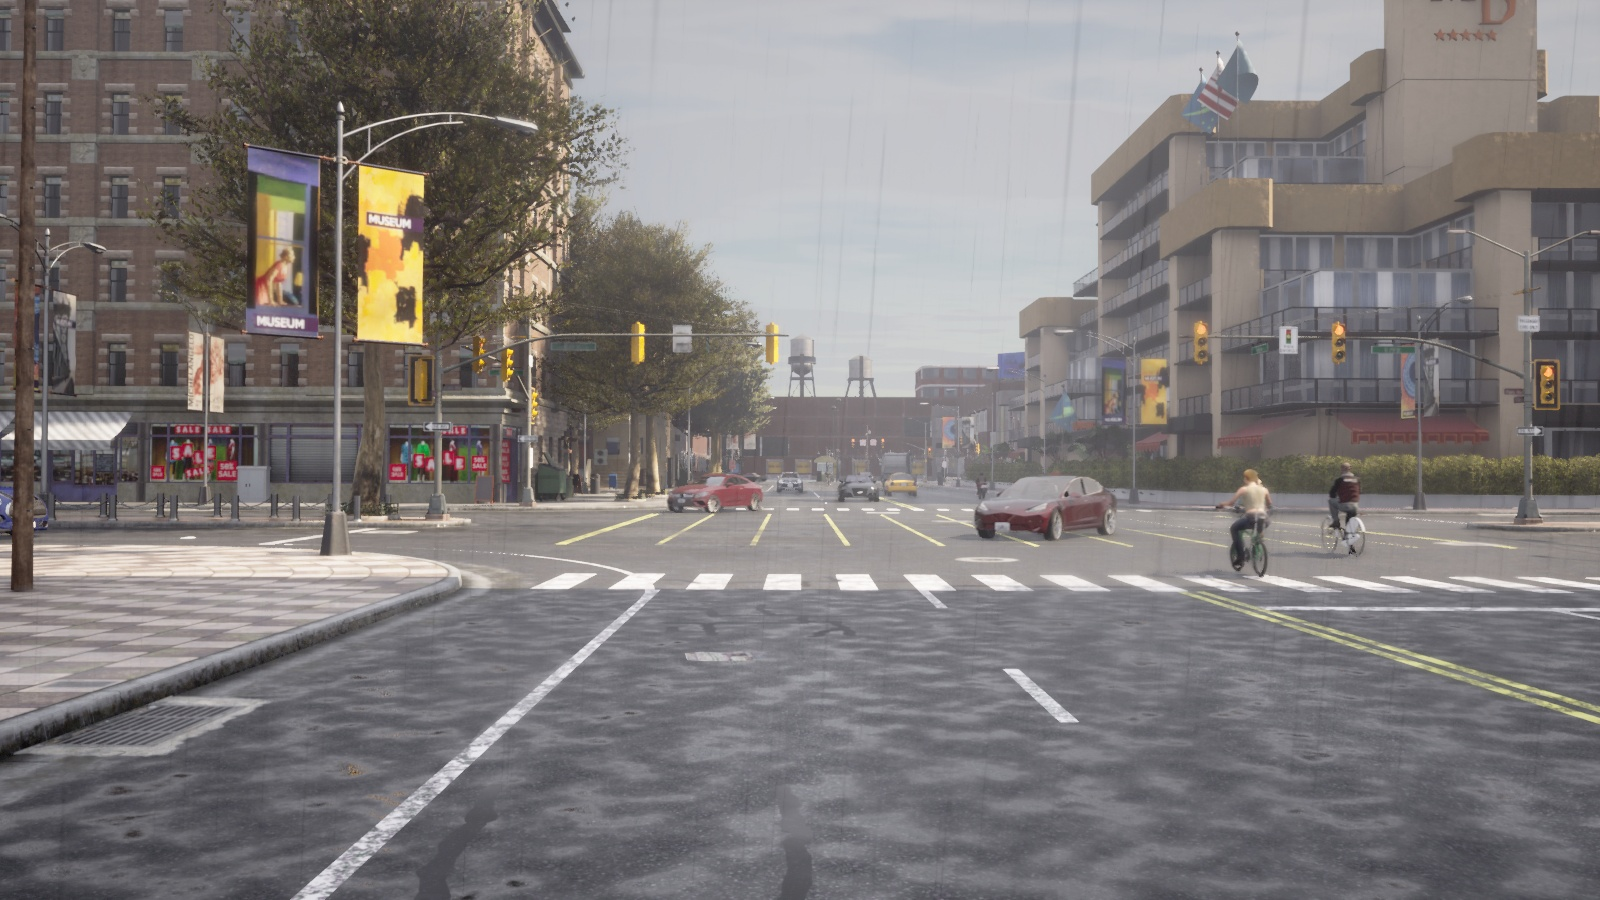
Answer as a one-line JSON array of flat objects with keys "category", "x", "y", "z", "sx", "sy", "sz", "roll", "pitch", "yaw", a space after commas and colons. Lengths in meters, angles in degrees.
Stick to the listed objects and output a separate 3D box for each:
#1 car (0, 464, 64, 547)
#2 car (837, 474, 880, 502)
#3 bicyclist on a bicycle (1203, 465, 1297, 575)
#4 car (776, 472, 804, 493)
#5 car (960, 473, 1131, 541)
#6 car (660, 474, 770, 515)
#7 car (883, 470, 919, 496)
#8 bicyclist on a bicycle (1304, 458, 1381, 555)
[{"category": "car", "x": -19.190, "y": 1.215, "z": 27.790, "sx": 4.553, "sy": 1.767, "sz": 2.097, "roll": 0, "pitch": -1, "yaw": 1}, {"category": "car", "x": 2.995, "y": 1.956, "z": 65.030, "sx": 1.994, "sy": 1.385, "sz": 4.181, "roll": 0, "pitch": -1, "yaw": -1}, {"category": "bicyclist on a bicycle", "x": 6.858, "y": 1.046, "z": 19.228, "sx": 0.866, "sy": 1.612, "sz": 1.509, "roll": 0, "pitch": -1, "yaw": -1}, {"category": "car", "x": -0.699, "y": 2.301, "z": 90.652, "sx": 1.970, "sy": 1.475, "sz": 3.806, "roll": 0, "pitch": -1, "yaw": 0}, {"category": "car", "x": 5.970, "y": 1.295, "z": 30.117, "sx": 2.163, "sy": 1.488, "sz": 4.792, "roll": -1, "pitch": -1, "yaw": 37}, {"category": "car", "x": -3.152, "y": 1.648, "z": 47.456, "sx": 1.812, "sy": 1.442, "sz": 4.674, "roll": -1, "pitch": -1, "yaw": 31}, {"category": "car", "x": 6.383, "y": 2.068, "z": 80.018, "sx": 1.801, "sy": 1.575, "sz": 5.366, "roll": 0, "pitch": -1, "yaw": 0}, {"category": "bicyclist on a bicycle", "x": 10.318, "y": 1.045, "z": 23.951, "sx": 0.659, "sy": 1.776, "sz": 1.843, "roll": 0, "pitch": -1, "yaw": 0}]
